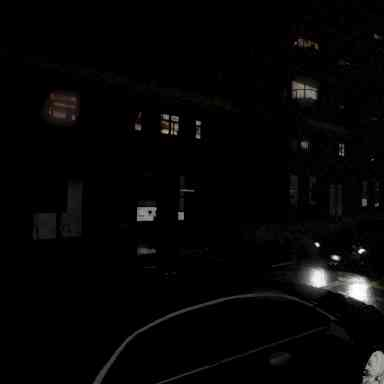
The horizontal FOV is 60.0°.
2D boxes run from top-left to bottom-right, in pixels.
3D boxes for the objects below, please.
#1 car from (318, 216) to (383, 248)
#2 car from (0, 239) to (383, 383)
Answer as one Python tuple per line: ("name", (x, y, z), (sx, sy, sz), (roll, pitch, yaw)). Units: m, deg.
("car", (6.393, 1.555, 11.341), (5.357, 1.411, 2.033), (0, 0, -35))
("car", (0.145, 1.506, 3.262), (4.892, 1.490, 1.837), (0, 0, -35))
